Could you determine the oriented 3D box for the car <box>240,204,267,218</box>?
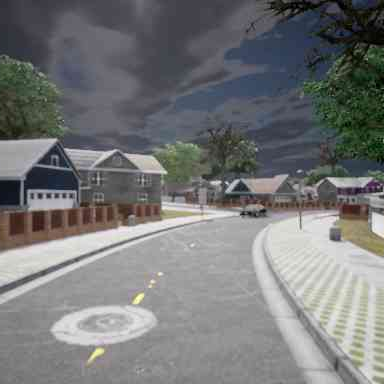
[{"bbox_3d":[7.127,2.125,38.163,1.882,1.535,5.008,0,-1,30],"label":"car"}]
